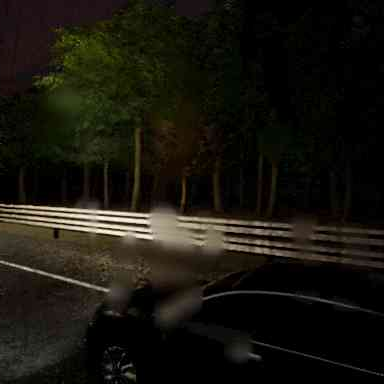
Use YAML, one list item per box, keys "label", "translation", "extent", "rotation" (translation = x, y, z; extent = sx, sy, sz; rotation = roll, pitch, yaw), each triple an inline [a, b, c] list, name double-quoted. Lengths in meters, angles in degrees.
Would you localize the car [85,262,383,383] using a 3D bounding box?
- label: "car"
  translation: [0.977, 1.491, 3.281]
  extent: [4.892, 1.490, 1.837]
  rotation: [1, 1, 35]
